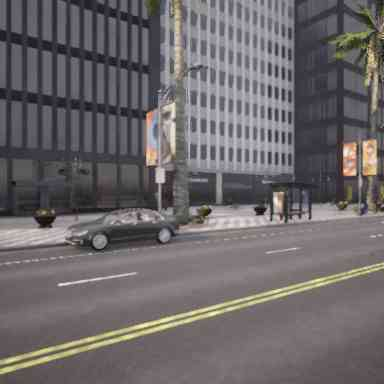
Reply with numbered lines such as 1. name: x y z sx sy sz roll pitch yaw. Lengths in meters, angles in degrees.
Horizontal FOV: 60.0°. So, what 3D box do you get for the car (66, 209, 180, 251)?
1. car: -2.813 1.483 14.253 4.892 1.521 2.231 0 0 -35
